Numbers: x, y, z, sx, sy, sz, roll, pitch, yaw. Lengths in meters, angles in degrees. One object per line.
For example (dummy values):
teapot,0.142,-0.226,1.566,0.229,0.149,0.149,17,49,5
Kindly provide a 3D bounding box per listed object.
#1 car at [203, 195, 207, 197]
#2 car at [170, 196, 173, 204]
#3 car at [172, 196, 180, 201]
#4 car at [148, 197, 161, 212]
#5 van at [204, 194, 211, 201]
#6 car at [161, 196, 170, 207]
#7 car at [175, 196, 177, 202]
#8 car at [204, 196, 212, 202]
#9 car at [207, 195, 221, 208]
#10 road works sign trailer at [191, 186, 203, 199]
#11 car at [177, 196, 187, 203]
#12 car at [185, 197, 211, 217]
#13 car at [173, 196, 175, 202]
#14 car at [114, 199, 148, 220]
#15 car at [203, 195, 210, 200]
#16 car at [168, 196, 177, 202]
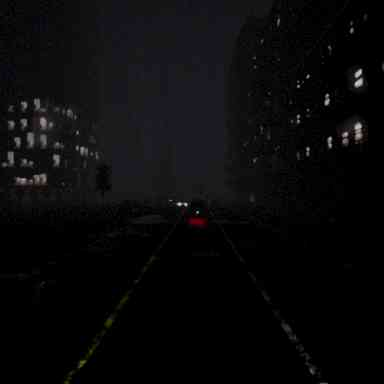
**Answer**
car,0.793,1.509,47.651,1.882,1.535,5.008,0,0,1
car,-4.836,1.458,55.707,1.967,1.590,4.097,0,0,1
car,-4.317,1.651,88.898,1.802,1.307,4.206,0,0,1
car,-5.098,1.526,38.941,1.752,1.417,4.829,0,0,1
van,4.063,1.442,88.766,1.690,1.788,3.998,0,0,1
car,-4.923,1.563,50.175,2.008,1.369,4.403,0,0,1
car,-4.663,1.577,66.770,1.887,1.381,4.507,0,0,1
car,3.976,1.672,83.235,1.802,1.307,4.206,0,0,1
car,3.457,1.594,50.043,2.008,1.369,4.403,0,0,1
road works sign trailer,1.019,0.511,65.885,2.380,3.560,2.880,0,0,1
car,-1.904,1.618,71.117,1.895,1.301,4.718,0,0,1
car,0.536,1.522,31.557,1.837,1.490,4.892,0,0,1
car,-4.750,1.576,61.238,2.008,1.369,4.403,0,0,1
car,-5.269,1.432,28.046,1.967,1.590,4.097,0,0,1
car,4.149,1.552,94.298,1.967,1.590,4.097,0,0,1
car,-4.492,1.574,77.664,1.752,1.417,4.829,0,0,1
